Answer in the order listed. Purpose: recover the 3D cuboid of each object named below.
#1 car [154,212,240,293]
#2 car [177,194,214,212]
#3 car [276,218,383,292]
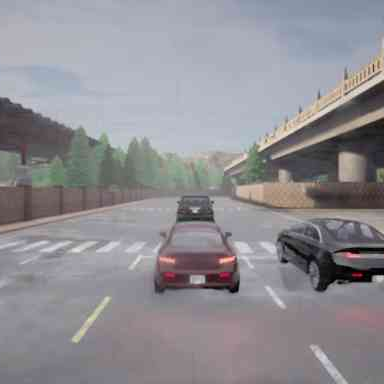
[{"bbox_3d":[0.101,1.480,8.580,1.812,1.442,4.674,0,0,0],"label":"car"},{"bbox_3d":[0.226,1.114,20.840,2.150,2.045,5.566,0,1,1],"label":"car"},{"bbox_3d":[3.604,1.444,8.808,2.128,1.511,4.902,0,0,0],"label":"car"}]
